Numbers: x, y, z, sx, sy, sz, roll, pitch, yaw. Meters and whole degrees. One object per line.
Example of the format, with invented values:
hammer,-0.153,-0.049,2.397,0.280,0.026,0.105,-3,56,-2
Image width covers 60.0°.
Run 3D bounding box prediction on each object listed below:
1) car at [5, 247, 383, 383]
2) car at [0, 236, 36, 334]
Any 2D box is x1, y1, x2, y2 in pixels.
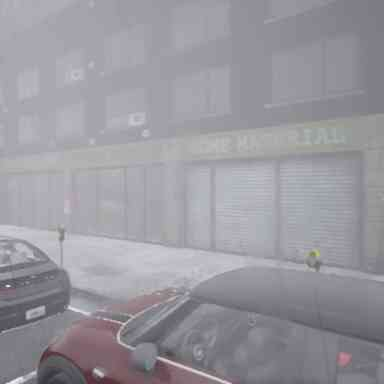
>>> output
car,0.484,1.387,2.765,4.097,1.590,1.967,0,1,36
car,-3.986,1.469,6.010,4.403,1.369,2.008,0,1,36
